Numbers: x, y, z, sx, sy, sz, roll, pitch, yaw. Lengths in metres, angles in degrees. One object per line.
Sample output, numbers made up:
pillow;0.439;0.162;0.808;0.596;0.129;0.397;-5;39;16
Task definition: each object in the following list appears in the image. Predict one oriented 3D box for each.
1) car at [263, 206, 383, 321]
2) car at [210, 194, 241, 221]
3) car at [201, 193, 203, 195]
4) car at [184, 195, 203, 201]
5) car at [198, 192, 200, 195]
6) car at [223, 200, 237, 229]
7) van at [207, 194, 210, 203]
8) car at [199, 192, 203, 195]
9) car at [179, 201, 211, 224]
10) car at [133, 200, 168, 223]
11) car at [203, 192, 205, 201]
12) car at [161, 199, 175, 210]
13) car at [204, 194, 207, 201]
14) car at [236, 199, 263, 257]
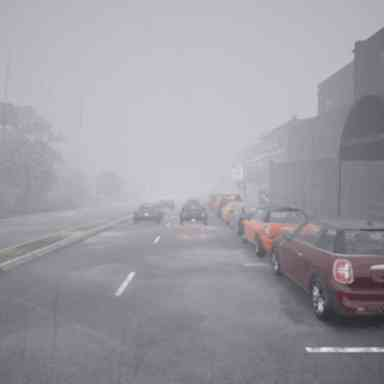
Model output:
car;3.225;1.342;7.432;2.185;1.767;4.553;0;0;0
car;3.228;1.179;29.467;2.435;2.045;5.566;0;0;0
car;3.231;1.377;62.583;2.231;1.521;4.892;0;0;0
car;0.104;1.435;42.042;1.837;1.490;4.892;0;0;0
car;3.235;1.222;79.134;2.185;1.767;4.553;0;0;0
car;3.227;1.450;18.508;2.231;1.521;4.892;0;0;0
van;3.229;1.186;40.730;1.878;1.987;4.442;0;0;0
car;3.232;1.354;73.825;1.946;1.575;5.366;0;0;0
car;0.102;1.561;24.112;1.895;1.301;4.718;0;0;0
car;-3.147;1.522;25.044;1.994;1.385;4.181;0;0;0
car;3.231;1.268;51.633;2.185;1.767;4.553;0;0;0
car;-3.145;1.530;42.248;1.895;1.301;4.718;0;0;0
car;3.230;1.277;46.108;2.185;1.767;4.553;0;0;0
car;3.226;1.332;12.957;2.185;1.767;4.553;0;0;0
